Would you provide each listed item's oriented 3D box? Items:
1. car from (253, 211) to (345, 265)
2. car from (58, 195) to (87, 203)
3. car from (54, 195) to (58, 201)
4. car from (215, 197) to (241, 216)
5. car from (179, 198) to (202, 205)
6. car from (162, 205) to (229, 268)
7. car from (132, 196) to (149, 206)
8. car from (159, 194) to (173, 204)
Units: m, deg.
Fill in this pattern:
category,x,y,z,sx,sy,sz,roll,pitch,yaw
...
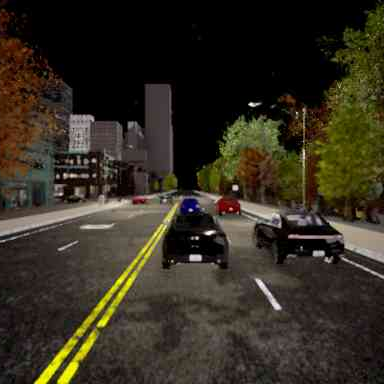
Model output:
category,x,y,z,sx,sy,sz,roll,pitch,yaw
car,3.332,1.386,11.181,2.128,1.511,4.902,0,1,0
car,-20.704,1.281,58.613,4.313,1.339,1.947,-1,2,-1
car,-29.177,1.202,66.985,4.403,1.369,2.008,-1,2,-1
car,3.092,1.206,29.198,1.882,1.535,5.008,0,0,-1
car,-0.152,1.258,28.831,1.812,1.442,4.674,0,0,-1
car,0.083,1.403,10.848,1.837,1.490,4.892,0,1,0
car,-7.081,1.177,46.056,1.895,1.301,4.718,0,1,0
car,-3.856,1.037,49.479,2.128,1.511,4.902,0,0,-1
